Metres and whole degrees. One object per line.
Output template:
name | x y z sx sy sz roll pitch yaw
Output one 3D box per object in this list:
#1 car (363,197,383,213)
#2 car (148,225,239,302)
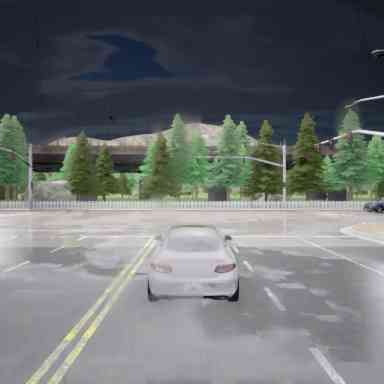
car | 20.737 1.297 35.283 4.553 1.767 2.097 0 0 0
car | 0.034 1.526 8.154 1.812 1.442 4.674 0 0 0
